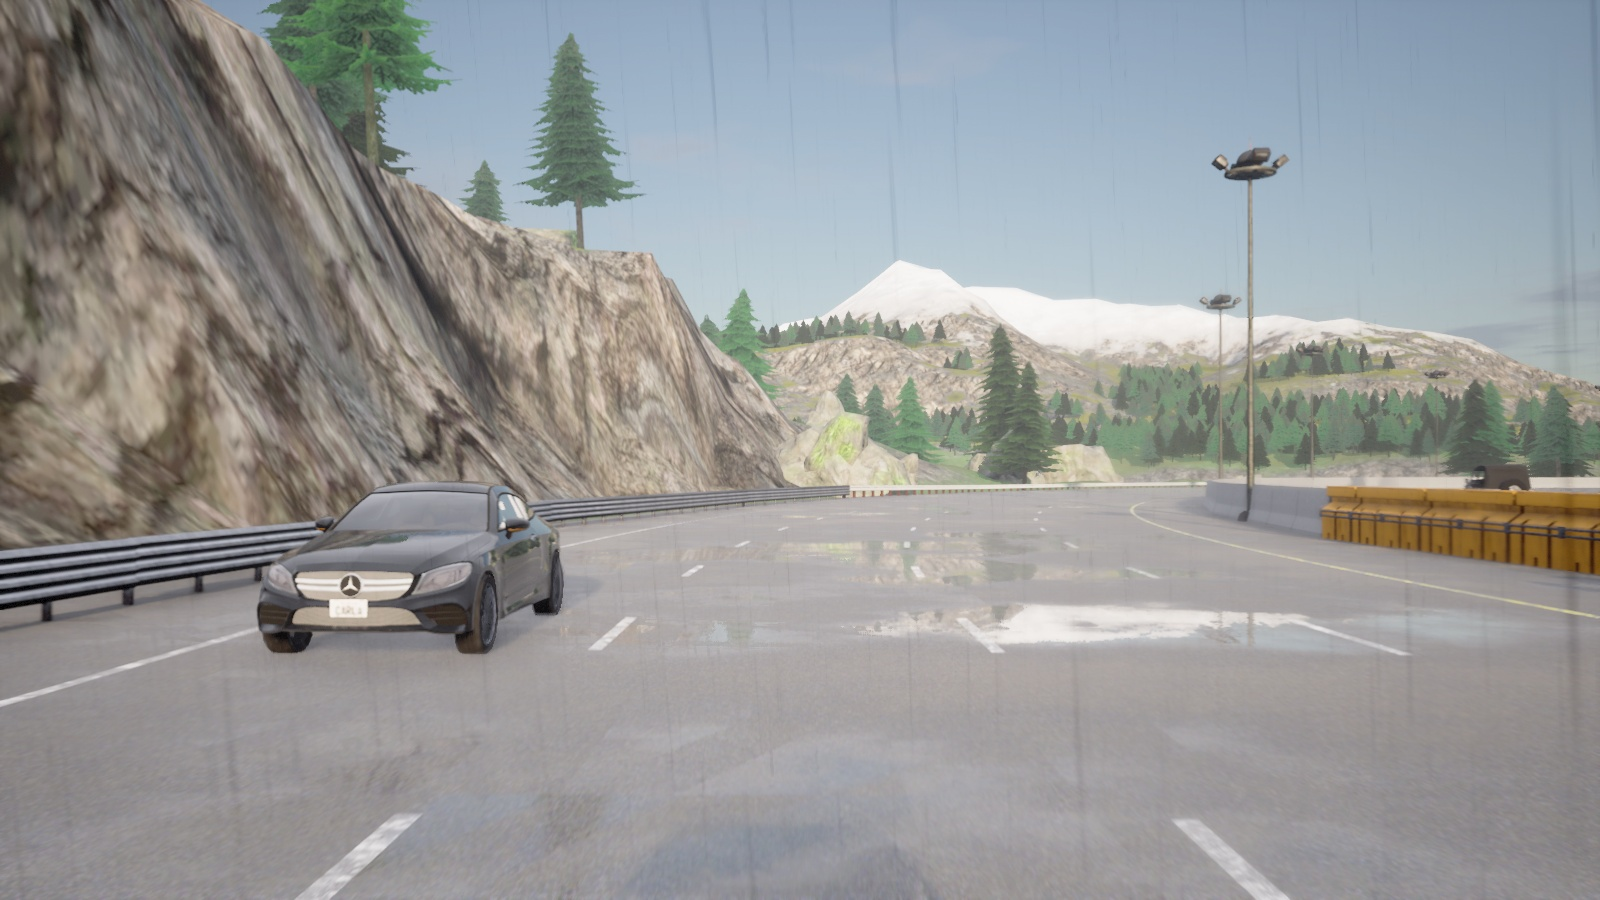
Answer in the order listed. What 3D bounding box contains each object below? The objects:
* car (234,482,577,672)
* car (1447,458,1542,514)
[{"bbox_3d":[-3.512,1.058,12.185,1.812,1.442,4.674,0,-1,1],"label":"car"},{"bbox_3d":[24.491,1.255,44.423,1.905,1.878,3.866,-1,-1,13],"label":"car"}]
